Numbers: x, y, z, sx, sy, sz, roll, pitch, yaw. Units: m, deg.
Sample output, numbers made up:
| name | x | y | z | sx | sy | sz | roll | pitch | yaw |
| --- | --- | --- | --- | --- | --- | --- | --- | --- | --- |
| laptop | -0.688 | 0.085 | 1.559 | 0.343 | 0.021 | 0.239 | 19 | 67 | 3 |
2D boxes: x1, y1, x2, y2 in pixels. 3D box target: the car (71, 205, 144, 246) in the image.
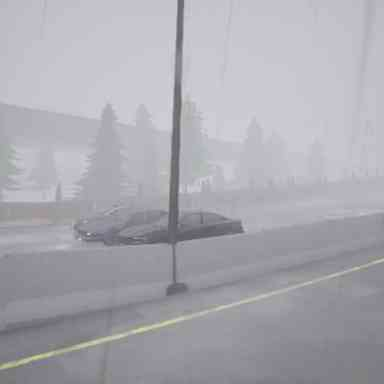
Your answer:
| name | x | y | z | sx | sy | sz | roll | pitch | yaw |
| --- | --- | --- | --- | --- | --- | --- | --- | --- | --- |
| car | -2.422 | 1.498 | 15.165 | 5.357 | 1.411 | 2.033 | -1 | 1 | -36 |

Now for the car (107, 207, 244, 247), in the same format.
| name | x | y | z | sx | sy | sz | roll | pitch | yaw |
| --- | --- | --- | --- | --- | --- | --- | --- | --- | --- |
| car | -0.297 | 1.426 | 12.381 | 5.008 | 1.535 | 1.882 | -2 | 1 | -36 |

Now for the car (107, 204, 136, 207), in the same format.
| name | x | y | z | sx | sy | sz | roll | pitch | yaw |
| --- | --- | --- | --- | --- | --- | --- | --- | --- | --- |
| car | -4.069 | 1.432 | 18.289 | 4.902 | 1.511 | 2.128 | -2 | 1 | -36 |
